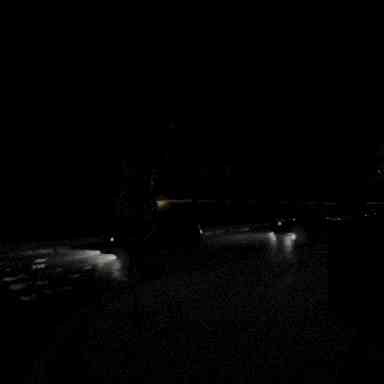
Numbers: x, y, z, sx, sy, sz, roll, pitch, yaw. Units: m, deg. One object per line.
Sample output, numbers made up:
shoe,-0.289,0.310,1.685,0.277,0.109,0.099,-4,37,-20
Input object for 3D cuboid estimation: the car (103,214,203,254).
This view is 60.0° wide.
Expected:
car,-1.537,1.636,13.932,4.181,1.385,1.994,1,-1,-41

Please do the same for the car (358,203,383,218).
car,16.637,1.794,30.095,4.892,1.490,1.837,1,-1,-41

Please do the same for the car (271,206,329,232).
car,7.092,1.666,21.619,4.902,1.511,2.128,1,-1,-42
